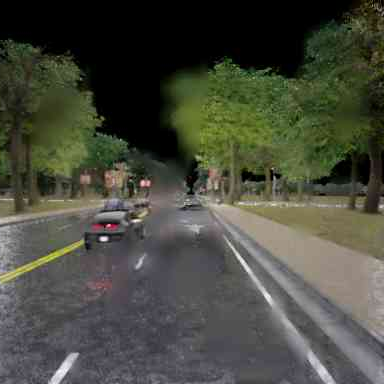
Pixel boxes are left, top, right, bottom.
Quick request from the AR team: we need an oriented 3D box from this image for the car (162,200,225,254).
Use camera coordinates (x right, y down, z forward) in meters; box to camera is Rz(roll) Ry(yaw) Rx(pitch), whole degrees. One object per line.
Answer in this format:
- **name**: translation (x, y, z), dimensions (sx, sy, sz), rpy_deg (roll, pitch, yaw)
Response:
- **car**: translation (0.103, 1.349, 13.526), dimensions (2.097, 1.767, 4.553), rpy_deg (0, 0, 0)

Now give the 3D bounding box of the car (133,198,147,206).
- **car**: translation (-6.578, 1.488, 44.436), dimensions (1.882, 1.535, 5.008), rpy_deg (0, 0, 0)

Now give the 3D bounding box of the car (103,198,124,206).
- **car**: translation (-9.835, 1.534, 42.293), dimensions (1.812, 1.442, 4.674), rpy_deg (0, 0, 0)

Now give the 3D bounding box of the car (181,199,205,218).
- **car**: translation (0.099, 1.486, 30.952), dimensions (2.128, 1.511, 4.902), rpy_deg (0, -1, 0)

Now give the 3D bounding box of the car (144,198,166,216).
- **car**: translation (-3.149, 1.526, 32.153), dimensions (1.812, 1.442, 4.674), rpy_deg (0, -1, 0)

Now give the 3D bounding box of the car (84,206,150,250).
- **car**: translation (-3.149, 1.495, 14.300), dimensions (1.837, 1.490, 4.892), rpy_deg (0, -2, 0)
